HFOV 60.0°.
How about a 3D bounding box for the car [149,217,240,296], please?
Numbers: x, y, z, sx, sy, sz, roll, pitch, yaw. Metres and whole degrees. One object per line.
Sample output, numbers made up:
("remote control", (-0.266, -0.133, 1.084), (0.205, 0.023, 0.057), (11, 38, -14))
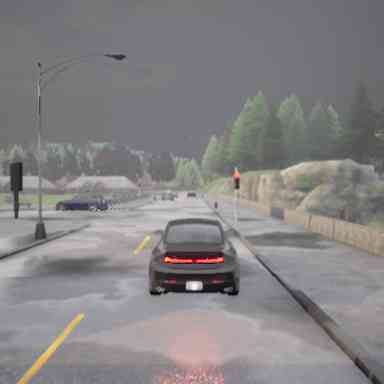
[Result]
("car", (0.057, 1.401, 8.376), (1.837, 1.490, 4.892), (0, 1, 0))

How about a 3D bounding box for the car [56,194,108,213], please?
("car", (-10.243, 0.975, 30.869), (4.553, 1.767, 2.097), (0, 1, 8))

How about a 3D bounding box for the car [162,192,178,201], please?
("car", (-4.094, 0.802, 56.724), (2.128, 1.511, 4.902), (0, 1, 0))

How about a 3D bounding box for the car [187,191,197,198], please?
("car", (-0.032, 0.459, 70.987), (1.882, 1.535, 5.008), (0, 1, 0))
